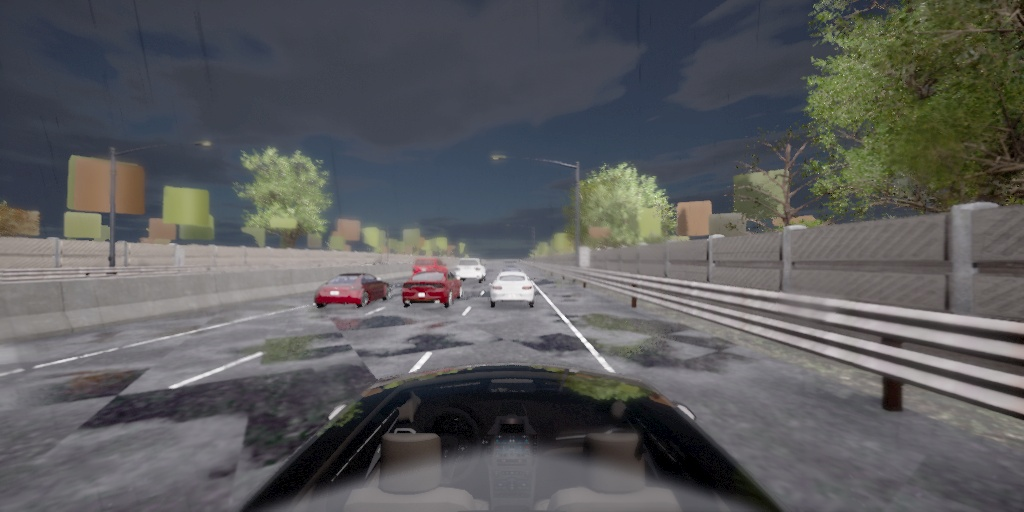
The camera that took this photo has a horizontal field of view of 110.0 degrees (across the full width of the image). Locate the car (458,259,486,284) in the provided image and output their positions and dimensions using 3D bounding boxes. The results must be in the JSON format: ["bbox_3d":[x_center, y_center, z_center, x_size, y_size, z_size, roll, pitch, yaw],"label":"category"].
[{"bbox_3d":[-3.475,1.245,30.862,2.150,2.045,5.566,0,0,0],"label":"car"}]

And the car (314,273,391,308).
[{"bbox_3d":[-6.982,1.450,16.140,1.994,1.385,4.181,0,-1,0],"label":"car"}]

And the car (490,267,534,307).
[{"bbox_3d":[0.018,1.412,16.220,1.812,1.442,4.674,0,0,0],"label":"car"}]

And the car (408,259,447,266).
[{"bbox_3d":[-6.975,1.245,30.849,2.150,2.045,5.566,0,0,0],"label":"car"}]

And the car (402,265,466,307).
[{"bbox_3d":[-3.480,1.365,16.325,1.882,1.535,5.008,0,0,0],"label":"car"}]
